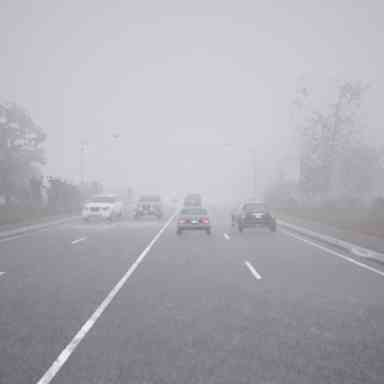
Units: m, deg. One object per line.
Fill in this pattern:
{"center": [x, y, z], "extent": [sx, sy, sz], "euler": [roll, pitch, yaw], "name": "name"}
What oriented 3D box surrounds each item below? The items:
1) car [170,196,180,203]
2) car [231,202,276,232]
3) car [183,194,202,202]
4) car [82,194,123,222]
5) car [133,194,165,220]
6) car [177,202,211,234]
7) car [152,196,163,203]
{"center": [-3.526, 1.594, 69.672], "extent": [1.895, 1.301, 4.718], "euler": [0, 0, 0], "name": "car"}
{"center": [3.599, 1.353, 20.200], "extent": [2.097, 1.767, 4.553], "euler": [0, 0, 0], "name": "car"}
{"center": [0.100, 1.222, 41.409], "extent": [2.150, 2.045, 5.566], "euler": [0, 0, 0], "name": "car"}
{"center": [-7.098, 1.221, 26.977], "extent": [2.150, 2.045, 5.566], "euler": [0, 0, 0], "name": "car"}
{"center": [-3.599, 1.221, 28.780], "extent": [2.150, 2.045, 5.566], "euler": [0, 0, 0], "name": "car"}
{"center": [0.101, 1.548, 19.300], "extent": [2.033, 1.411, 5.357], "euler": [0, 0, 0], "name": "car"}
{"center": [-7.012, 1.555, 67.841], "extent": [1.994, 1.385, 4.181], "euler": [0, 0, 0], "name": "car"}
